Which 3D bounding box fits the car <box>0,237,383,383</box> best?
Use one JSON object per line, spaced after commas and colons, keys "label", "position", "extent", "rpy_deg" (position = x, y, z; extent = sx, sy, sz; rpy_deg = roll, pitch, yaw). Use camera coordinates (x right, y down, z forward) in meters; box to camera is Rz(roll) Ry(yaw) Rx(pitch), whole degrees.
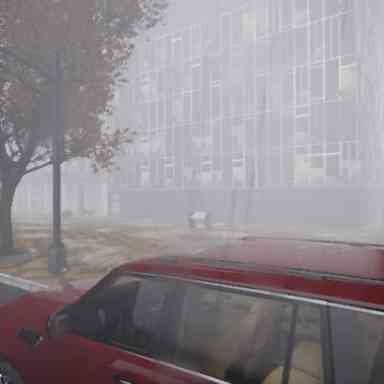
{"label": "car", "position": [0.256, 1.326, 2.695], "extent": [5.009, 1.841, 2.192], "rpy_deg": [-1, 0, 36]}
